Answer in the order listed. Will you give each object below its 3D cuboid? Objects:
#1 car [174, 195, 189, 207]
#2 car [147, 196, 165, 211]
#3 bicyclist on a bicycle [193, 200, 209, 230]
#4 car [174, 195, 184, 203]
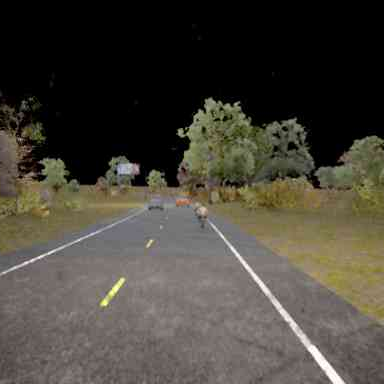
[{"bbox_3d":[-1.626,1.509,56.231,2.097,1.767,4.553,0,0,-3],"label":"car"},{"bbox_3d":[-4.618,1.636,42.966,1.837,1.490,4.892,0,0,-2],"label":"car"},{"bbox_3d":[0.670,1.504,20.542,0.866,1.612,1.509,0,0,-1],"label":"bicyclist on a bicycle"},{"bbox_3d":[-2.883,1.546,73.671,2.097,1.767,4.553,0,0,-5],"label":"car"}]
